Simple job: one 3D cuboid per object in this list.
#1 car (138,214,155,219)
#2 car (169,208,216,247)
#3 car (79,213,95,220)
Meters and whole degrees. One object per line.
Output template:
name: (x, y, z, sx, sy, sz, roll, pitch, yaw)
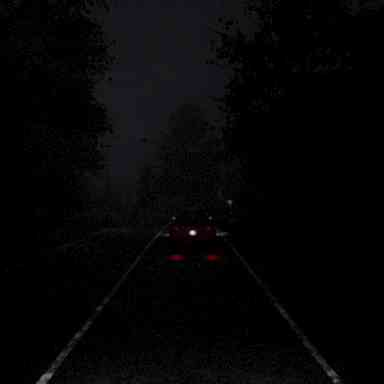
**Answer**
car: (-10.818, 5.858, 78.964, 4.181, 1.385, 1.994, 3, -5, -25)
car: (0.009, 1.612, 15.126, 1.994, 1.385, 4.181, 0, -1, 0)
car: (-19.985, 4.747, 63.437, 2.033, 1.411, 5.357, 0, -5, -2)
